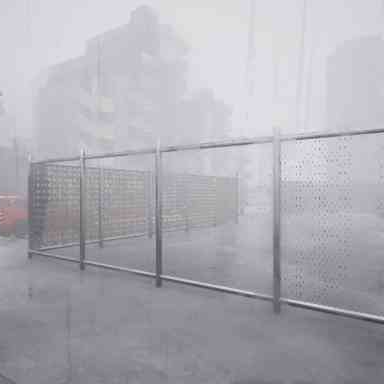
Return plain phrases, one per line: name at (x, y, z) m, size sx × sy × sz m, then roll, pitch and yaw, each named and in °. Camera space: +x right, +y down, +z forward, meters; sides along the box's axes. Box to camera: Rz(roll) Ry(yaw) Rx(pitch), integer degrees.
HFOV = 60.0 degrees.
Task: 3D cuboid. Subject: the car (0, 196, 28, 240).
car at (-7.777, 1.221, 17.381) m, size 2.150 × 2.045 × 5.566 m, roll 0°, pitch 0°, yaw 35°
